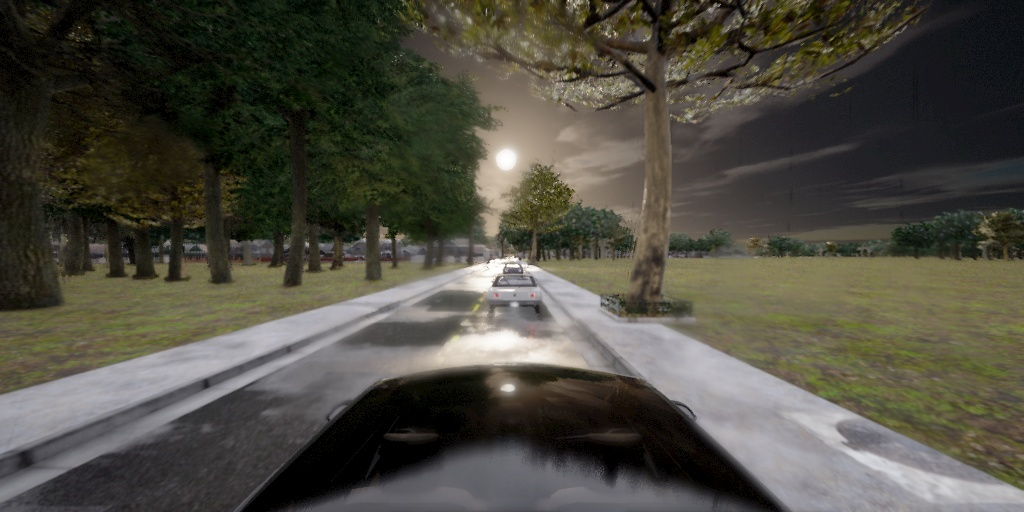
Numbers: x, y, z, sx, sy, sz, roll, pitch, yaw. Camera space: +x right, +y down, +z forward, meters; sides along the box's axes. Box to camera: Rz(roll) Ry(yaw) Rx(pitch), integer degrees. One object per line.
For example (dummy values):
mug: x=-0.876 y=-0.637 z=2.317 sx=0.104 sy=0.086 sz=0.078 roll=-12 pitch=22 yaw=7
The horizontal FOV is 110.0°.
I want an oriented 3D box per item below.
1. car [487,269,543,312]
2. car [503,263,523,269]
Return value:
car: x=0.102 y=1.354 z=14.230 sx=1.895 sy=1.301 sz=4.718 roll=0 pitch=0 yaw=0
car: x=0.099 y=1.357 z=33.907 sx=1.895 sy=1.301 sz=4.718 roll=0 pitch=0 yaw=0
